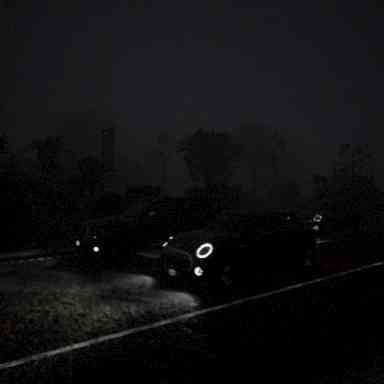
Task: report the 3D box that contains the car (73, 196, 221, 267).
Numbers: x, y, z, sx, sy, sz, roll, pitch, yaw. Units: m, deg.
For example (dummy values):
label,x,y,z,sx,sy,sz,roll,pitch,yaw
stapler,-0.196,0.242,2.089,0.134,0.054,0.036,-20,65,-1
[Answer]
label,x,y,z,sx,sy,sz,roll,pitch,yaw
car,-1.192,1.173,11.674,5.566,2.045,2.150,-1,0,-35

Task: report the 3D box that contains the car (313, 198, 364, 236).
label,x,y,z,sx,sy,sz,roll,pitch,yaw
car,7.007,1.220,17.463,4.553,1.767,2.097,-1,0,-35

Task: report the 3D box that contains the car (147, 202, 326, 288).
label,x,y,z,sx,sy,sz,roll,pitch,yaw
car,1.360,1.298,9.201,4.553,1.767,2.097,-1,0,-35
